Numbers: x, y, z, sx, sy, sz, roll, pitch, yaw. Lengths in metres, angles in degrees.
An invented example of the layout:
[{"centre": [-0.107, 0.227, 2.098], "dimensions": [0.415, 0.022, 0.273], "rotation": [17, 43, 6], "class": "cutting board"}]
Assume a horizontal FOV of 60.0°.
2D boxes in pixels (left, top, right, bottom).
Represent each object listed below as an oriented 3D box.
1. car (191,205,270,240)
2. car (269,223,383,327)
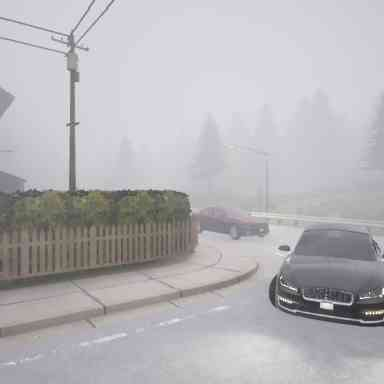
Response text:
[{"centre": [1.861, 1.478, 17.434], "dimensions": [1.882, 1.535, 5.008], "rotation": [0, 0, -33], "class": "car"}, {"centre": [3.159, 1.505, 7.298], "dimensions": [1.837, 1.490, 4.892], "rotation": [0, 0, 27], "class": "car"}]
